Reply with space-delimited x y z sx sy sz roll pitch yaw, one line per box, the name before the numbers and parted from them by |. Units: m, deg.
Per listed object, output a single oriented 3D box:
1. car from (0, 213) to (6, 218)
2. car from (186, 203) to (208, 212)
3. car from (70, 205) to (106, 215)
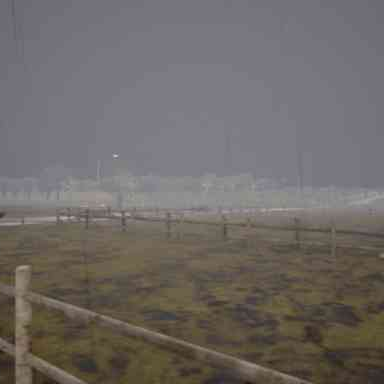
car | -18.948 1.928 28.734 1.895 1.301 4.718 1 -1 35
car | 0.853 2.648 56.712 2.128 1.511 4.902 1 -1 36
car | -12.050 2.151 38.533 1.994 1.385 4.181 1 -1 35
